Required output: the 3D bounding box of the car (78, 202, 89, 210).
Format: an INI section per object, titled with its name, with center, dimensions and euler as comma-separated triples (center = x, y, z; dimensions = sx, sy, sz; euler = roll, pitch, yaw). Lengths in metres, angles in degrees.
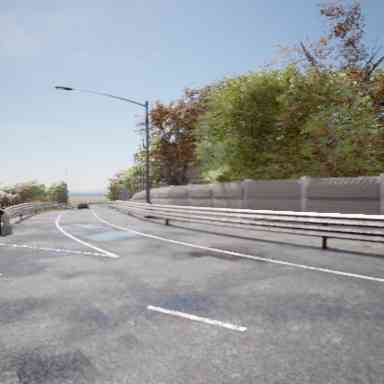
[car]
center = -21.152, 2.671, 64.880
dimensions = 1.837, 1.490, 4.892
euler = -1, -3, -15
